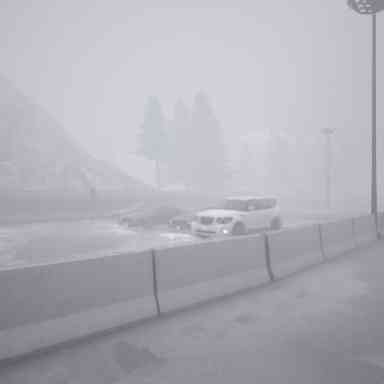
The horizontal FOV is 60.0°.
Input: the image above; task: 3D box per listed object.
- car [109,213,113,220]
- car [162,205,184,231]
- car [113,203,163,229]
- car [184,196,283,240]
[{"bbox_3d":[-3.574,1.545,25.365,2.033,1.411,5.357,0,0,42],"label":"car"},{"bbox_3d":[1.018,1.545,19.996,2.033,1.411,5.357,0,0,42],"label":"car"},{"bbox_3d":[-2.137,1.545,21.716,2.033,1.411,5.357,0,0,42],"label":"car"},{"bbox_3d":[2.410,1.221,16.318,2.150,2.045,5.566,0,0,42],"label":"car"}]
